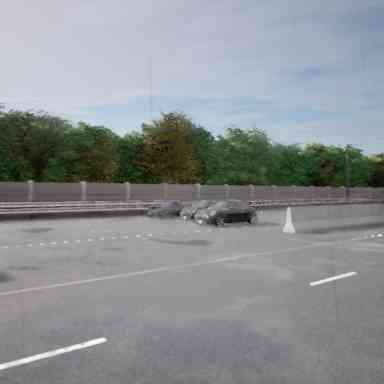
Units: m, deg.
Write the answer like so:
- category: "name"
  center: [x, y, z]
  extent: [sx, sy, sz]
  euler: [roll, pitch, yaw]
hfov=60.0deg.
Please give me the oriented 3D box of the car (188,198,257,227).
- category: "car"
  center: [2.357, 1.375, 22.956]
  extent: [4.553, 1.767, 2.097]
  euler: [0, 0, -36]

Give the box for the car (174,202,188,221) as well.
- category: "car"
  center: [1.273, 1.377, 26.491]
  extent: [4.553, 1.767, 2.097]
  euler: [0, 0, -36]

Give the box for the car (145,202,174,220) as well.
- category: "car"
  center: [-1.870, 1.585, 28.549]
  extent: [4.181, 1.385, 1.994]
  euler: [0, 0, -36]
